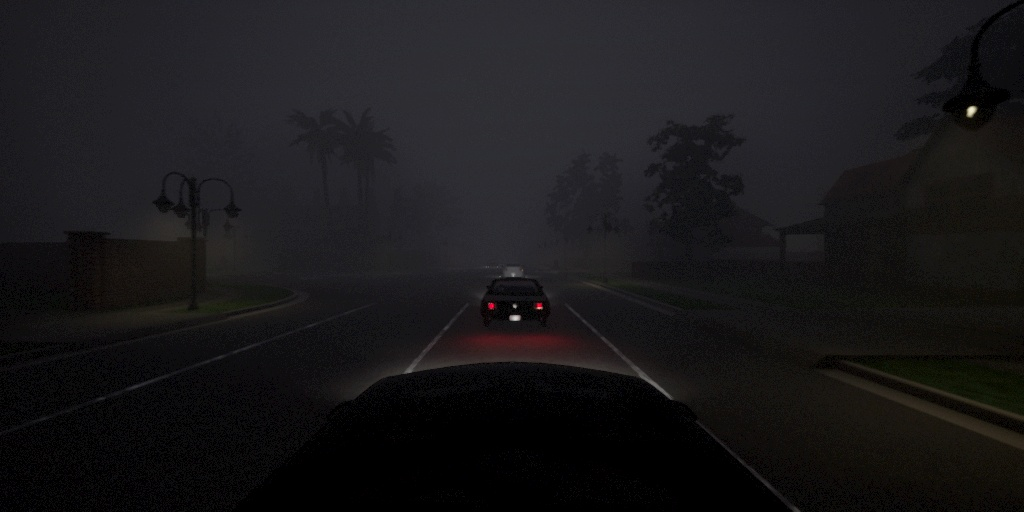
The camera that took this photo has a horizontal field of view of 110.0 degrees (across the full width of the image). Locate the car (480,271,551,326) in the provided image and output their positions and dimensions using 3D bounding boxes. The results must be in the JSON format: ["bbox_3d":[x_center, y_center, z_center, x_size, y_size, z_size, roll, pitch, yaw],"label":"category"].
[{"bbox_3d":[0.092,1.336,11.601,1.895,1.301,4.718,0,0,0],"label":"car"}]

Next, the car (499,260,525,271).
[{"bbox_3d":[0.091,1.203,29.841,1.812,1.442,4.674,0,0,0],"label":"car"}]

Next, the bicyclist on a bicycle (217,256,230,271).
[{"bbox_3d":[-30.592,0.780,38.014,0.582,1.620,1.656,0,0,0],"label":"bicyclist on a bicycle"}]

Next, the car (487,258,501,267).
[{"bbox_3d":[-3.514,1.133,64.839,1.882,1.535,5.008,0,0,0],"label":"car"}]
